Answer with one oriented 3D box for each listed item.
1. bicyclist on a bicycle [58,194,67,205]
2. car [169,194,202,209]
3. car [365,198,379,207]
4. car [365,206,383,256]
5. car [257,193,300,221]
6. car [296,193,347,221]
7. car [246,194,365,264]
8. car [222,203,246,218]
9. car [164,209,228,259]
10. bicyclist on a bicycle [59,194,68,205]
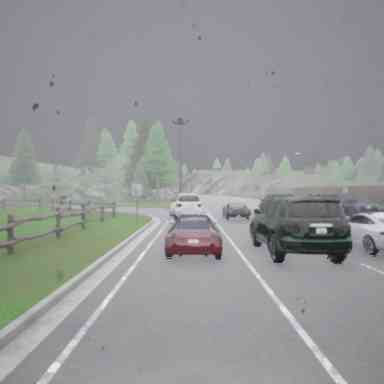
[{"bbox_3d":[-20.283,1.187,51.934,0.582,1.620,1.656,0,0,7],"label":"bicyclist on a bicycle"},{"bbox_3d":[-0.614,1.163,27.773,2.150,2.045,5.566,0,0,-9],"label":"car"},{"bbox_3d":[14.061,1.289,28.580,2.097,1.767,4.553,0,0,0],"label":"car"},{"bbox_3d":[7.065,1.497,12.869,1.812,1.442,4.674,0,0,0],"label":"car"},{"bbox_3d":[7.058,1.163,27.752,2.150,2.045,5.566,0,0,0],"label":"car"},{"bbox_3d":[10.558,1.164,27.718,2.150,2.045,5.566,0,0,0],"label":"car"},{"bbox_3d":[3.566,1.191,11.891,2.150,2.045,5.566,0,0,0],"label":"car"},{"bbox_3d":[3.557,1.541,27.452,1.895,1.301,4.718,0,0,0],"label":"car"},{"bbox_3d":[0.063,1.535,12.546,1.994,1.385,4.181,0,0,0],"label":"car"},{"bbox_3d":[-19.796,1.188,51.869,0.582,1.620,1.656,0,0,8],"label":"bicyclist on a bicycle"}]
